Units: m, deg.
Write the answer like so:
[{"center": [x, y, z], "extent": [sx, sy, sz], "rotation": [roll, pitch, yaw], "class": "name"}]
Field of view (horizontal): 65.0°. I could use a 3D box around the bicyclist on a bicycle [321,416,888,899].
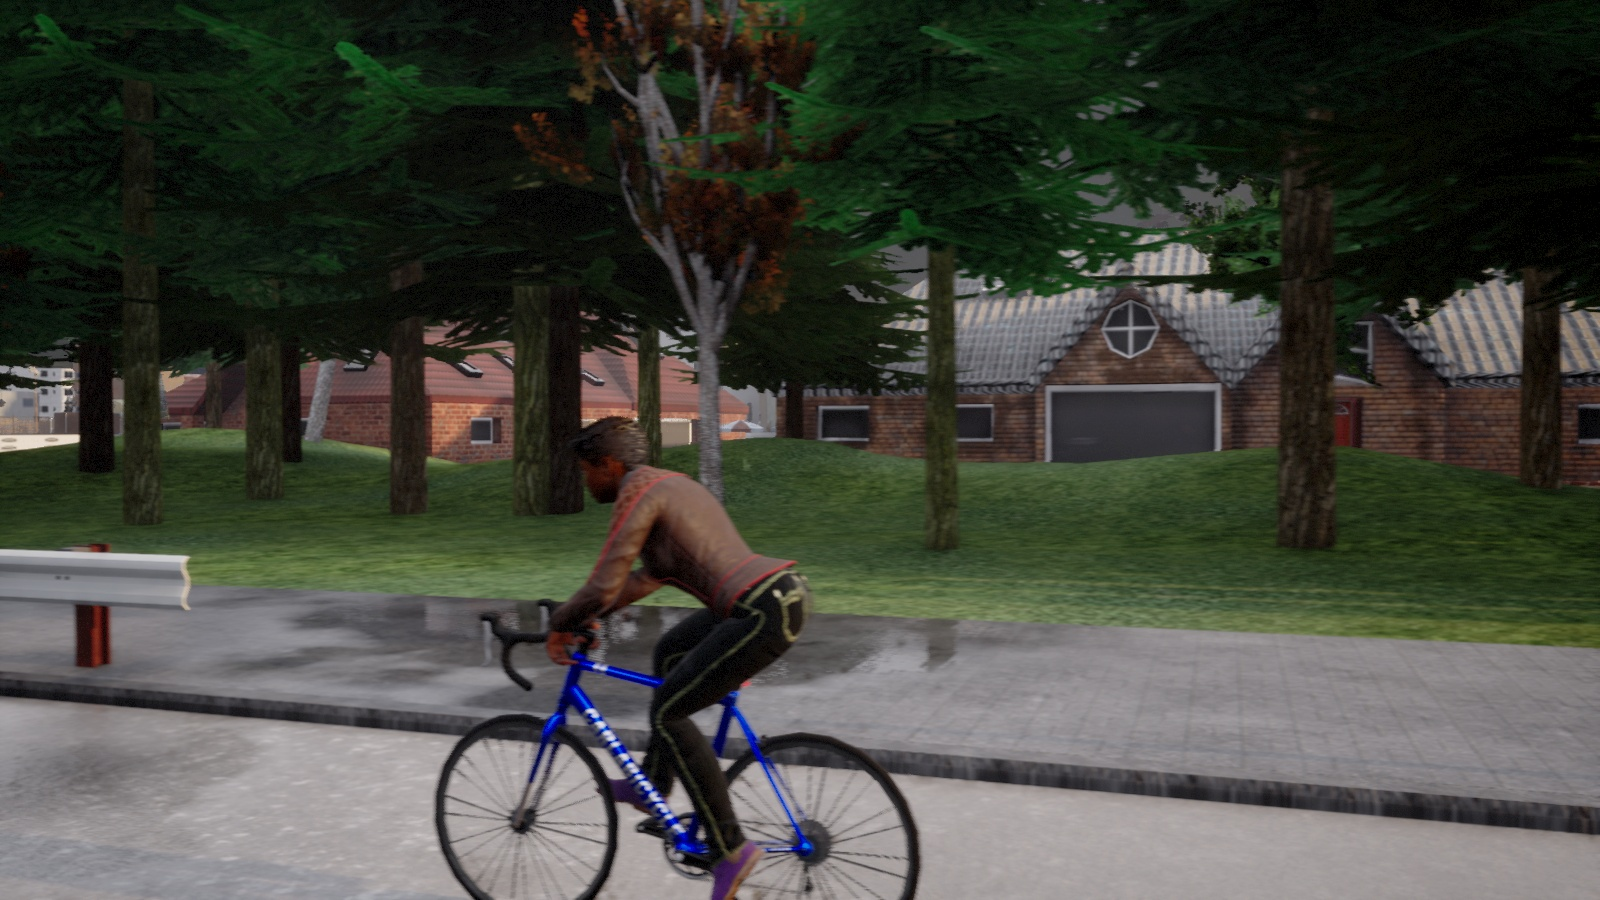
[{"center": [-0.607, 0.715, 3.924], "extent": [1.656, 1.620, 0.582], "rotation": [0, 1, 19], "class": "bicyclist on a bicycle"}]
